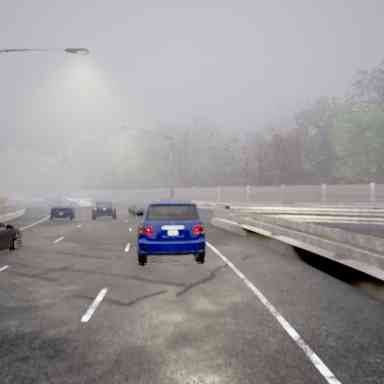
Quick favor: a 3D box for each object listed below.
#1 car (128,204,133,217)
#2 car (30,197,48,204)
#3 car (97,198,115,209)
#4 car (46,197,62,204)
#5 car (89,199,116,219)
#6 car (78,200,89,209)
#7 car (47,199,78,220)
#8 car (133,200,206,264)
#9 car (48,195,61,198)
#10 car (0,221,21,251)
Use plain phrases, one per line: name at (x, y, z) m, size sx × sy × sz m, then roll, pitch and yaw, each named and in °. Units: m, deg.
car at (-5.435, 1.830, 34.132) m, size 1.895 × 1.301 × 4.718 m, roll 0°, pitch 0°, yaw -18°
car at (-36.010, 2.037, 77.508) m, size 4.674 × 1.442 × 1.812 m, roll -1°, pitch 0°, yaw 43°
car at (-13.969, 1.865, 53.759) m, size 1.812 × 1.442 × 4.674 m, roll 1°, pitch 2°, yaw -28°
car at (-21.470, 1.993, 52.855) m, size 1.994 × 1.385 × 4.181 m, roll 0°, pitch 0°, yaw -30°
car at (-8.531, 1.588, 32.061) m, size 2.097 × 1.767 × 4.553 m, roll 0°, pitch 0°, yaw -17°
car at (-16.909, 1.923, 51.857) m, size 1.812 × 1.442 × 4.674 m, roll 0°, pitch 0°, yaw -28°
car at (-11.854, 1.724, 30.674) m, size 1.882 × 1.535 × 5.008 m, roll 0°, pitch 0°, yaw -17°
car at (-0.845, 1.298, 12.319) m, size 2.150 × 2.045 × 5.566 m, roll 0°, pitch 0°, yaw -6°
car at (-33.160, 1.749, 79.692) m, size 5.566 × 2.045 × 2.150 m, roll -1°, pitch 0°, yaw 43°
car at (-7.784, 1.620, 11.837) m, size 1.837 × 1.490 × 4.892 m, roll 0°, pitch 0°, yaw -7°
